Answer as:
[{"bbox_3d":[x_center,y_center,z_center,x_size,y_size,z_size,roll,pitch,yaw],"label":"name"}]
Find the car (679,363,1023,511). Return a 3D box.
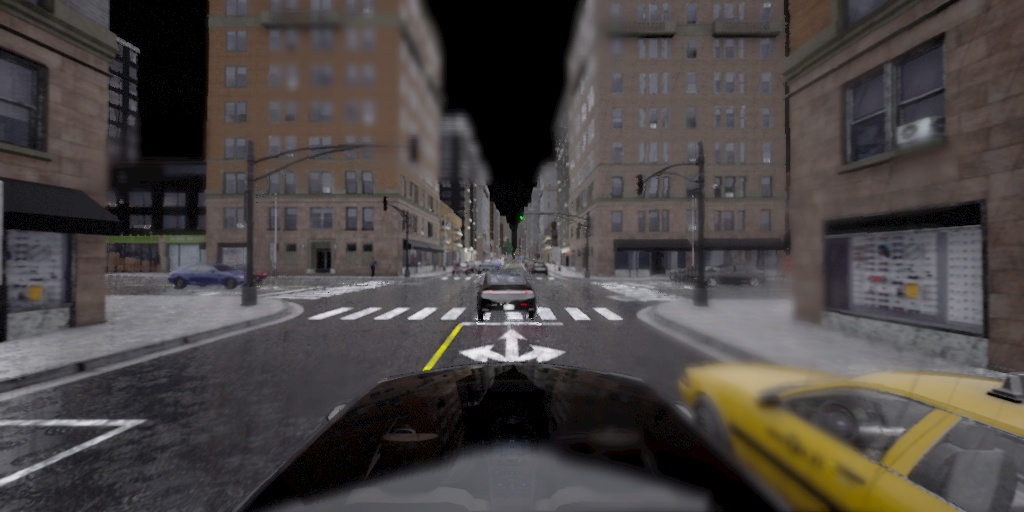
[{"bbox_3d":[2.669,1.276,2.045,1.751,1.417,4.829,0,0,0],"label":"car"}]

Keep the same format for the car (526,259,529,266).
[{"bbox_3d":[3.050,1.344,45.069,1.888,1.381,4.507,0,0,1],"label":"car"}]

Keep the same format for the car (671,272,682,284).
[{"bbox_3d":[14.716,1.464,27.572,4.674,1.442,1.812,0,-1,1],"label":"car"}]

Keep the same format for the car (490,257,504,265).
[{"bbox_3d":[-2.601,1.285,52.642,1.882,1.535,5.008,0,1,1],"label":"car"}]

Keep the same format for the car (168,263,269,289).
[{"bbox_3d":[-17.412,1.163,21.083,4.674,1.442,1.812,0,-1,-1],"label":"car"}]

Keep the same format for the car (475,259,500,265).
[{"bbox_3d":[-2.769,1.358,40.176,1.994,1.385,4.181,0,0,1],"label":"car"}]

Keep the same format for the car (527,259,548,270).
[{"bbox_3d":[2.980,1.359,39.539,1.948,1.339,4.313,0,0,1],"label":"car"}]

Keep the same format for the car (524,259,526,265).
[{"bbox_3d":[3.120,1.354,50.600,2.007,1.370,4.403,0,0,1],"label":"car"}]

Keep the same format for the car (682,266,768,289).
[{"bbox_3d":[14.575,1.403,24.315,4.892,1.490,1.837,0,-1,-1],"label":"car"}]

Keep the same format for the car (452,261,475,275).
[{"bbox_3d":[-5.545,1.376,39.643,1.802,1.307,4.207,0,0,1],"label":"car"}]

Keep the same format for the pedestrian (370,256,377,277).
[{"bbox_3d":[-12.361,0.935,31.911,0.375,1.860,0.375,0,-1,0],"label":"pedestrian"}]

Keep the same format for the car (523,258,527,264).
[{"bbox_3d":[3.190,1.354,56.130,1.888,1.381,4.507,0,0,1],"label":"car"}]

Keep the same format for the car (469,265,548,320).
[{"bbox_3d":[-0.347,1.256,12.728,2.128,1.511,4.902,0,0,-6],"label":"car"}]
